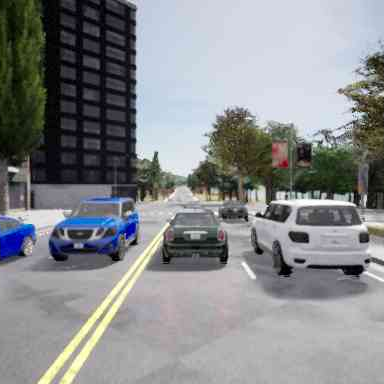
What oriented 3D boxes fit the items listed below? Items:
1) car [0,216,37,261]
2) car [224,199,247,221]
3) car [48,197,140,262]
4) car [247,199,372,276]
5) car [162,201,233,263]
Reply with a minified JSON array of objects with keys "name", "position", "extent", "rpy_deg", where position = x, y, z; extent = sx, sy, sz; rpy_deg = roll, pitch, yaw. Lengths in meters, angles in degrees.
[{"name":"car","position":[-6.593,1.491,10.105],"extent":[1.882,1.535,5.008],"rpy_deg":[0,0,0]},{"name":"car","position":[3.367,1.438,27.770],"extent":[2.097,1.767,4.553],"rpy_deg":[0,0,0]},{"name":"car","position":[-3.341,1.241,12.582],"extent":[2.150,2.045,5.566],"rpy_deg":[0,0,0]},{"name":"car","position":[3.358,1.237,10.476],"extent":[2.150,2.045,5.566],"rpy_deg":[0,0,0]},{"name":"car","position":[0.108,1.371,12.207],"extent":[2.097,1.767,4.553],"rpy_deg":[0,0,0]}]
